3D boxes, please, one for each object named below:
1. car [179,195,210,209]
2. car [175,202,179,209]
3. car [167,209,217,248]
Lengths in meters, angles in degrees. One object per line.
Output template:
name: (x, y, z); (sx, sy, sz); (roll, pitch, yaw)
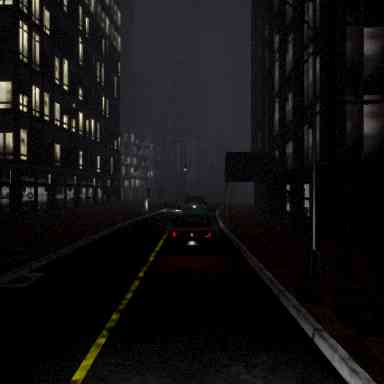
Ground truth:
car: (0.353, 1.302, 29.602); (2.150, 2.045, 5.566); (0, 0, 3)
car: (-0.977, 1.696, 45.721); (2.033, 1.411, 5.357); (0, 0, 7)
car: (0.000, 1.626, 14.682); (1.895, 1.301, 4.718); (0, 0, 0)
